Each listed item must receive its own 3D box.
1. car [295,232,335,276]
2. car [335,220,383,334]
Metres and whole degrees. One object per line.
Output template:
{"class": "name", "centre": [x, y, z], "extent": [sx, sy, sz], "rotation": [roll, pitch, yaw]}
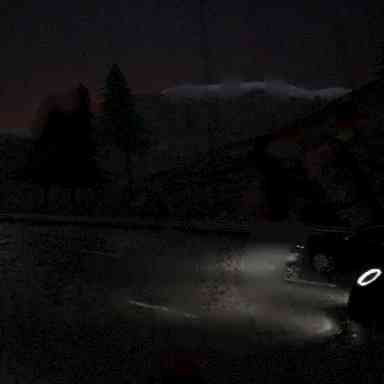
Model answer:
{"class": "car", "centre": [5.252, 1.484, 8.772], "extent": [4.892, 1.490, 1.837], "rotation": [0, 0, 35]}
{"class": "car", "centre": [4.775, 1.323, 4.813], "extent": [4.553, 1.767, 2.097], "rotation": [-1, 0, 35]}
